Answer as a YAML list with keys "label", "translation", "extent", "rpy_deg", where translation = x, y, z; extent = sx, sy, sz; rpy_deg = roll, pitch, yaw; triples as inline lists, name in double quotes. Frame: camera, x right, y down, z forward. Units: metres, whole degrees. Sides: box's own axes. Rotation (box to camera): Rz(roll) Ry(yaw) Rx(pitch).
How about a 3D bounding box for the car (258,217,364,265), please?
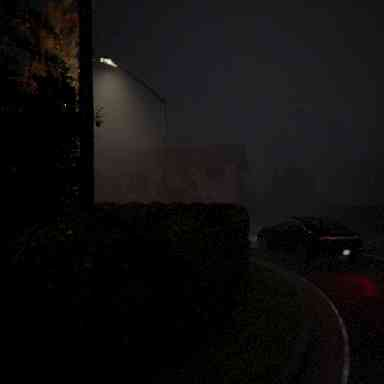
- label: "car"
  translation: [4.144, 1.678, 12.534]
  extent: [2.128, 1.511, 4.902]
  rpy_deg: [0, -1, -14]
